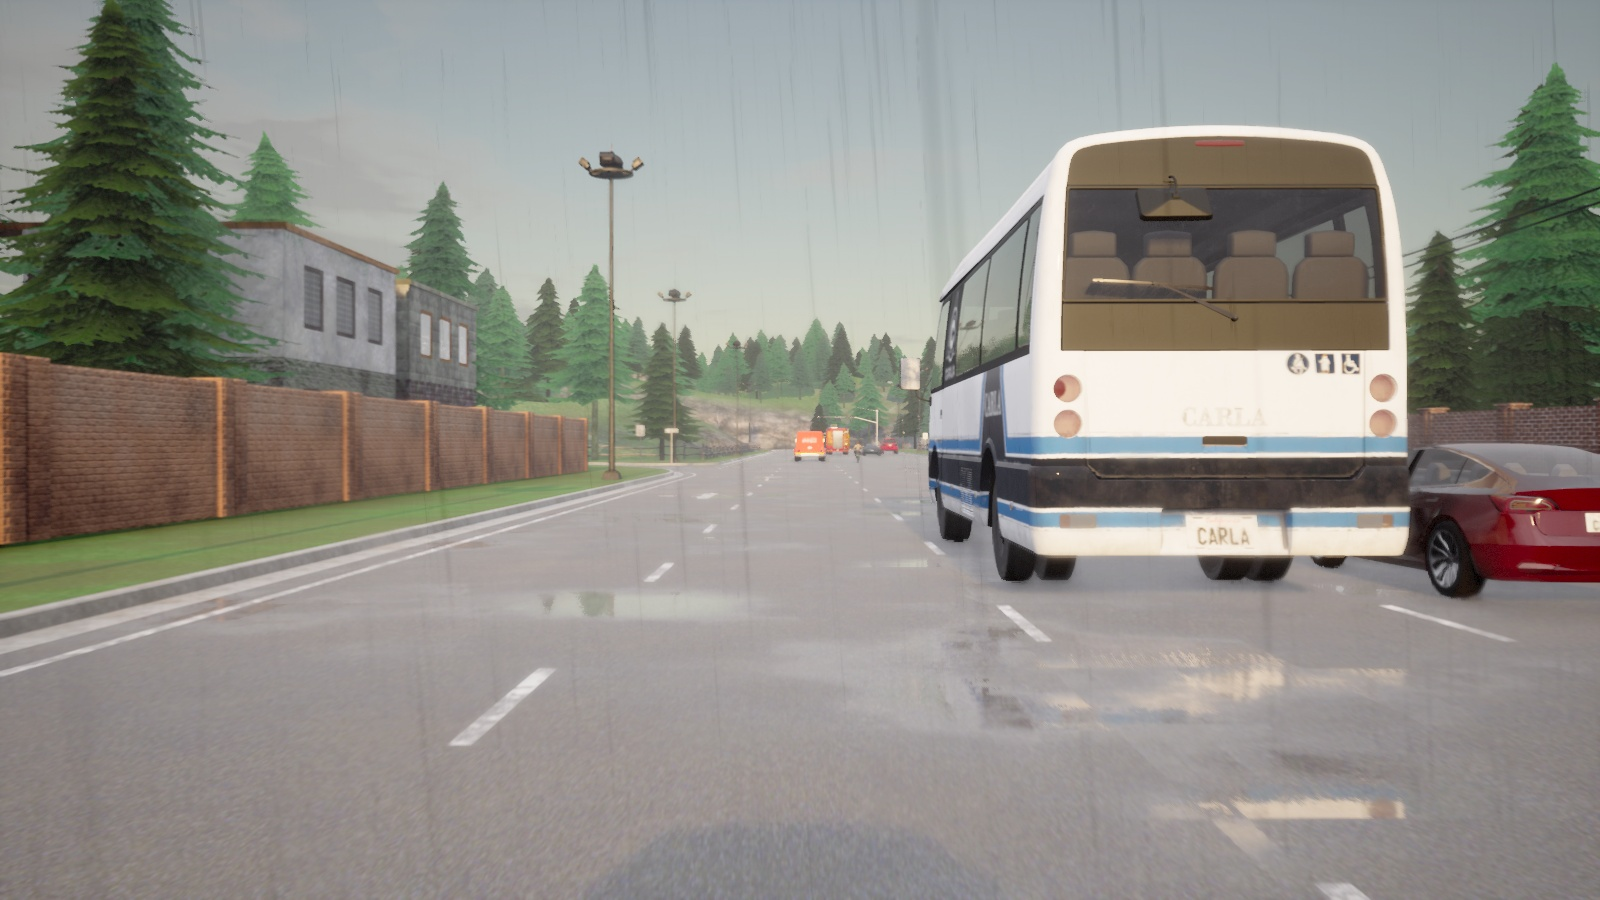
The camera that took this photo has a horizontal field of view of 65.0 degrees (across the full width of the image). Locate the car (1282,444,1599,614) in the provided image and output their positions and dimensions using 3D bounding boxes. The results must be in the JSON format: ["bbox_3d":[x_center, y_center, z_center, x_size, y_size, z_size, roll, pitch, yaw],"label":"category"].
[{"bbox_3d":[7.117,0.677,13.367,2.163,1.488,4.792,0,0,0],"label":"car"}]

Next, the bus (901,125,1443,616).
[{"bbox_3d":[3.638,-0.717,16.044,3.944,4.253,10.273,0,0,0],"label":"bus"}]
